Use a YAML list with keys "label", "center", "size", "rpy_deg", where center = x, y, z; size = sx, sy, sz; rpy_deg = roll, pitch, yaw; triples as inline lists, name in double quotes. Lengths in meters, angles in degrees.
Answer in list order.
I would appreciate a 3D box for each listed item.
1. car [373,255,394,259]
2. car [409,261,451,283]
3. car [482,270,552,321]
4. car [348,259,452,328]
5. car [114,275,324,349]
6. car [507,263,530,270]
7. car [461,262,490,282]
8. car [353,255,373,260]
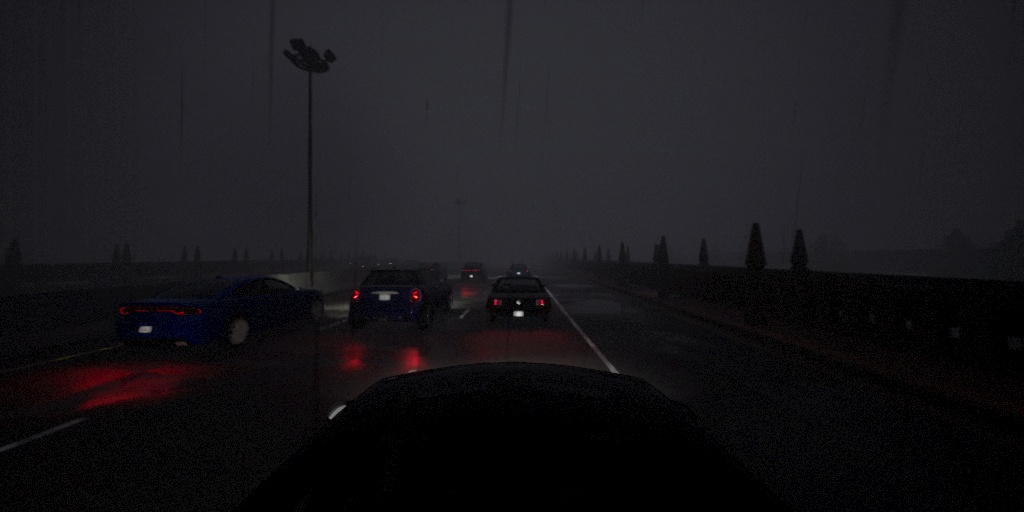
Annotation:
- label: "car"
  center: [-16.762, 1.066, 49.056]
  size: [2.097, 1.767, 4.553]
  rpy_deg: [0, 0, 1]
- label: "car"
  center: [-6.471, 1.223, 28.846]
  size: [2.128, 1.511, 4.902]
  rpy_deg: [0, 0, 1]
- label: "car"
  center: [0.229, 1.346, 12.377]
  size: [1.895, 1.301, 4.718]
  rpy_deg: [0, 0, 1]
- label: "car"
  center: [-3.279, 1.095, 11.447]
  size: [2.097, 1.767, 4.553]
  rpy_deg: [0, 0, 1]
- label: "car"
  center: [-6.816, 1.219, 9.172]
  size: [1.882, 1.535, 5.008]
  rpy_deg: [0, 0, 1]
- label: "car"
  center: [0.549, 1.300, 29.857]
  size: [1.994, 1.385, 4.181]
  rpy_deg: [0, 0, 1]
- label: "car"
  center: [-2.969, 1.239, 28.991]
  size: [1.837, 1.490, 4.892]
  rpy_deg: [0, 0, 1]
- label: "car"
  center: [-20.254, 0.934, 49.228]
  size: [2.150, 2.045, 5.566]
  rpy_deg: [0, 0, 2]
